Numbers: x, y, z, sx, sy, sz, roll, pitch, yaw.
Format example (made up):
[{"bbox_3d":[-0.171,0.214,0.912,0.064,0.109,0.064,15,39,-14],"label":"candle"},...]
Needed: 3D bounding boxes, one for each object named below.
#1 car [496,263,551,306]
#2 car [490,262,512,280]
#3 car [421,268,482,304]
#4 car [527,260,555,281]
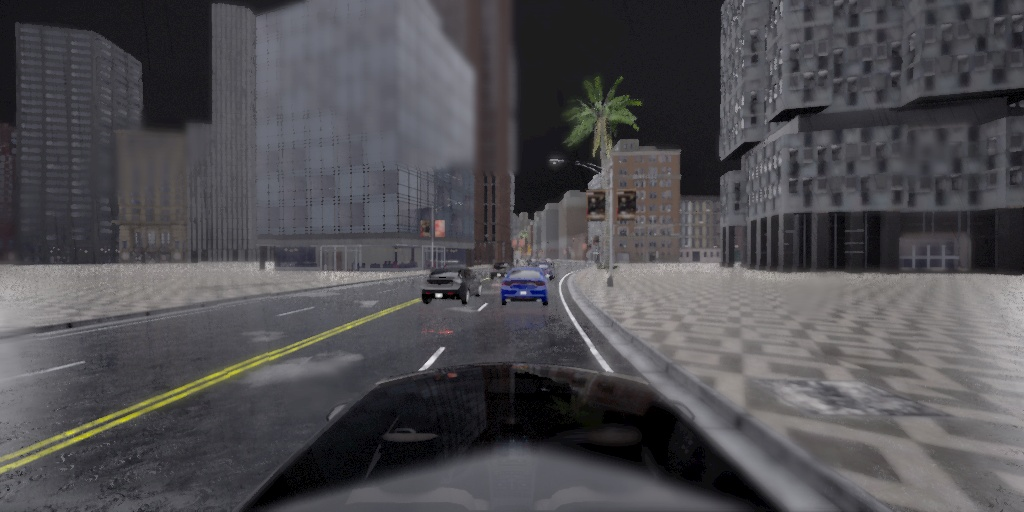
[{"bbox_3d":[0.645,1.232,15.897,1.882,1.535,5.008,0,0,5],"label":"car"},{"bbox_3d":[-0.597,1.260,30.901,1.837,1.490,4.892,0,0,10],"label":"car"},{"bbox_3d":[-2.592,1.262,16.188,1.837,1.490,4.892,0,0,5],"label":"car"},{"bbox_3d":[2.601,1.280,30.320,1.812,1.442,4.674,0,0,10],"label":"car"}]
